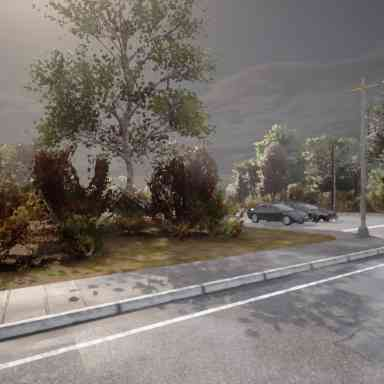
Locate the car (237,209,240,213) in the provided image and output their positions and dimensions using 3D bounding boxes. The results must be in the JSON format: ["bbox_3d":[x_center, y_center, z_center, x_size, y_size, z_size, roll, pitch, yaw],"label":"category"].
[{"bbox_3d":[2.369,1.468,34.912,2.150,2.045,5.566,0,-1,-43],"label":"car"}]

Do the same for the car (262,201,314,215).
[{"bbox_3d":[10.488,1.724,36.730,2.033,1.411,5.357,0,-1,-41],"label":"car"}]

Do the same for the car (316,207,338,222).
[{"bbox_3d":[9.000,1.640,27.173,2.033,1.411,5.357,0,-1,-39],"label":"car"}]

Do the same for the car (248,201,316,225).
[{"bbox_3d":[6.343,1.596,24.846,1.837,1.490,4.892,0,-1,-39],"label":"car"}]
